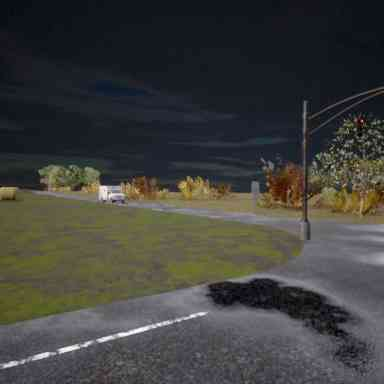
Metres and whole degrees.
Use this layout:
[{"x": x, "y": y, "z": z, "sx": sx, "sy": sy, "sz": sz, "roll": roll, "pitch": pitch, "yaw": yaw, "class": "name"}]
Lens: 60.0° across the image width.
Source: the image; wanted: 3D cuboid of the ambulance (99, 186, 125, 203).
[{"x": -12.004, "y": 0.355, "z": 49.997, "sx": 2.351, "sy": 2.431, "sz": 6.366, "roll": 2, "pitch": 0, "yaw": -32, "class": "ambulance"}]
